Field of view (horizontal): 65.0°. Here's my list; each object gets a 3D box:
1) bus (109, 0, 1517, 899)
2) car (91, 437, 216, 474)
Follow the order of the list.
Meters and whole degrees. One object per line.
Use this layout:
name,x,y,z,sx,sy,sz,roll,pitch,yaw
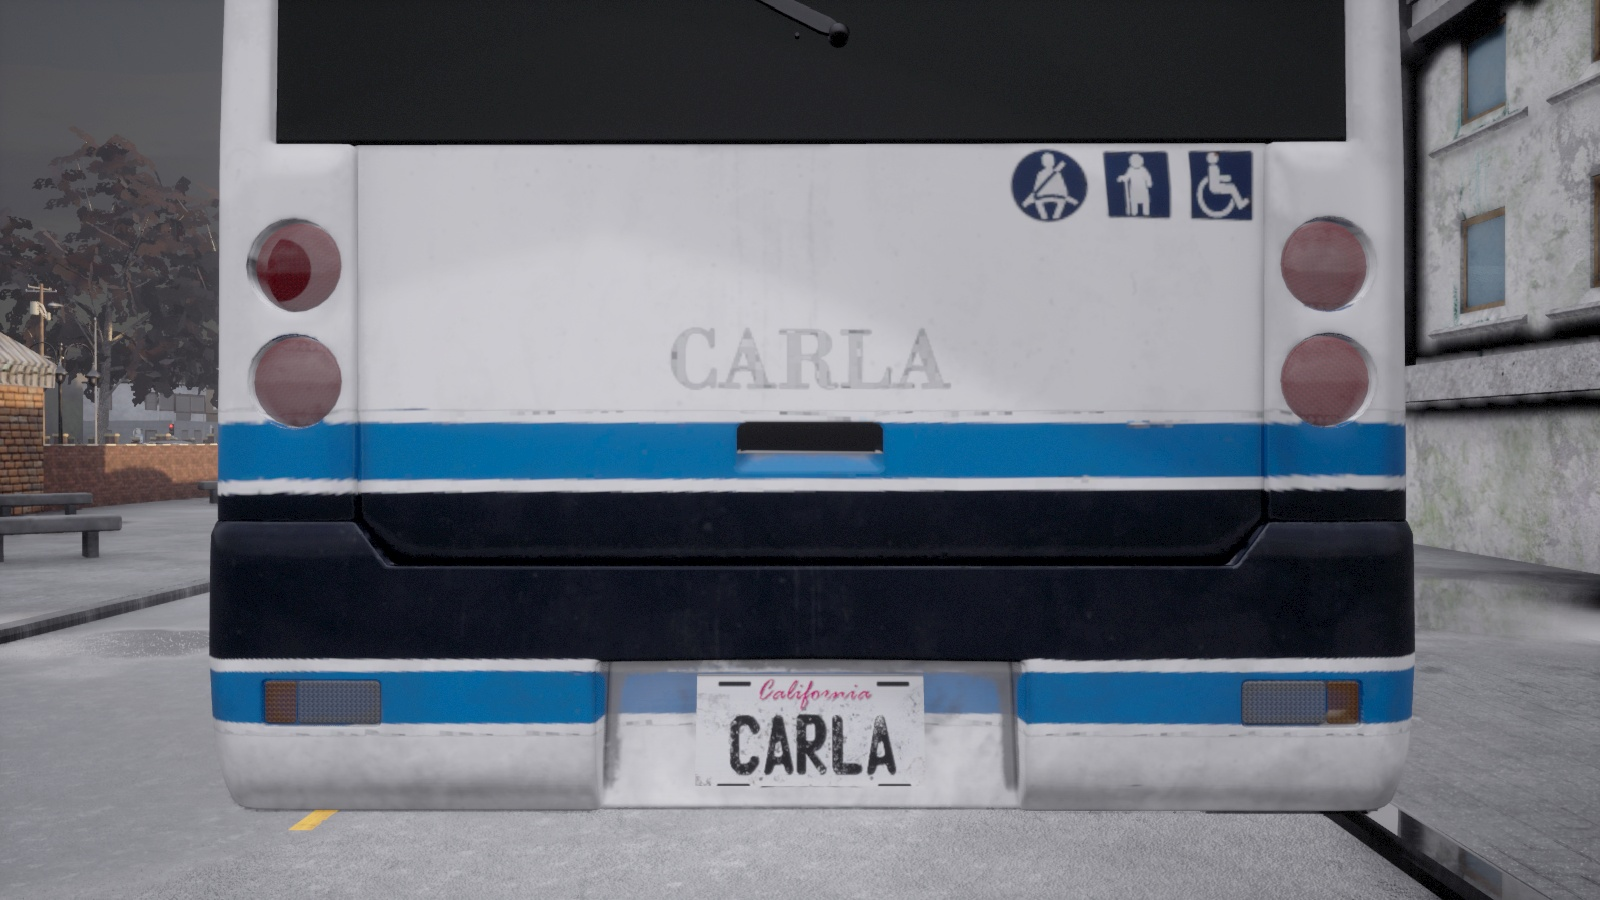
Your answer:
bus,0.062,-0.679,8.658,3.944,4.253,10.273,0,0,0
car,-29.674,0.241,57.755,4.611,1.667,2.242,0,0,-2
